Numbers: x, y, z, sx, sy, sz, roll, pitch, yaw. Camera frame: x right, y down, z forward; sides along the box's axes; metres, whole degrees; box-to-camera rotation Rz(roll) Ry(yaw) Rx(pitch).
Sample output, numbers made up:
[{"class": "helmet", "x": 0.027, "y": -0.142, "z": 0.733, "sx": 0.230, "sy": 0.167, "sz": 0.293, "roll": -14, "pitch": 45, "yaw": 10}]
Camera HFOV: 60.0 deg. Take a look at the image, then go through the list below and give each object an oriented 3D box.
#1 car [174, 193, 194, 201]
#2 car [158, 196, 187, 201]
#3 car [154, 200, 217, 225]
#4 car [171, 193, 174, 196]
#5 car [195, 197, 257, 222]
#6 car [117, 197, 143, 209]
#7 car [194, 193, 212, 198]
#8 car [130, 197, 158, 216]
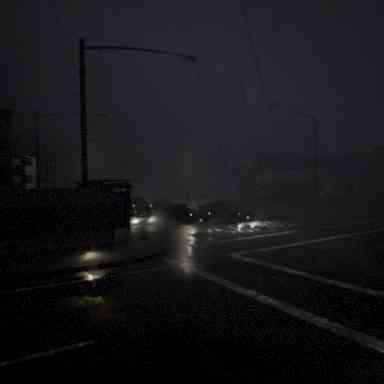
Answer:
[{"class": "car", "x": -1.451, "y": 0.876, "z": 61.161, "sx": 1.882, "sy": 1.535, "sz": 5.008, "roll": -1, "pitch": 1, "yaw": 8}, {"class": "car", "x": -2.746, "y": 1.412, "z": 33.393, "sx": 1.895, "sy": 1.301, "sz": 4.718, "roll": -2, "pitch": 1, "yaw": -31}, {"class": "car", "x": -0.604, "y": 1.510, "z": 23.378, "sx": 1.895, "sy": 1.301, "sz": 4.718, "roll": -2, "pitch": 1, "yaw": -32}, {"class": "car", "x": -3.182, "y": 0.901, "z": 67.985, "sx": 1.994, "sy": 1.385, "sz": 4.181, "roll": -1, "pitch": 1, "yaw": 25}, {"class": "car", "x": 2.417, "y": 1.374, "z": 25.133, "sx": 2.033, "sy": 1.411, "sz": 5.357, "roll": -2, "pitch": 1, "yaw": -32}, {"class": "car", "x": -7.894, "y": 1.391, "z": 42.020, "sx": 1.895, "sy": 1.301, "sz": 4.718, "roll": -2, "pitch": 1, "yaw": -28}, {"class": "car", "x": 2.303, "y": 0.789, "z": 70.690, "sx": 1.895, "sy": 1.301, "sz": 4.718, "roll": -1, "pitch": 1, "yaw": 36}, {"class": "car", "x": -5.294, "y": 1.247, "z": 30.925, "sx": 2.097, "sy": 1.767, "sz": 4.553, "roll": -2, "pitch": 1, "yaw": -31}]
